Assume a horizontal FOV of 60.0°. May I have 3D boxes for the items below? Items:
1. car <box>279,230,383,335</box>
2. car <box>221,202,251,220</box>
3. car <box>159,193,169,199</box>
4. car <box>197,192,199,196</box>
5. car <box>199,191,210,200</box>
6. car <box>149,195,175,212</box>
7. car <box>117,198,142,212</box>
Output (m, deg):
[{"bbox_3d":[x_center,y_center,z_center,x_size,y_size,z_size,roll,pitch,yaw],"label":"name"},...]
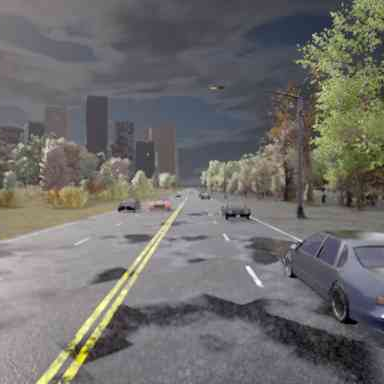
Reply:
[{"bbox_3d":[3.353,1.516,6.927,2.033,1.411,5.357,0,0,0],"label":"car"},{"bbox_3d":[3.360,1.470,26.407,1.895,1.301,4.718,0,0,0],"label":"car"},{"bbox_3d":[-6.475,0.847,78.176,1.994,1.385,4.181,0,0,0],"label":"car"},{"bbox_3d":[3.271,0.981,89.417,2.163,1.488,4.792,0,1,0],"label":"car"},{"bbox_3d":[3.279,1.059,78.399,2.163,1.488,4.792,0,1,0],"label":"car"},{"bbox_3d":[-3.327,1.170,35.961,2.097,1.767,4.553,0,0,0],"label":"car"},{"bbox_3d":[-6.581,1.367,35.630,2.033,1.411,5.357,0,0,0],"label":"car"}]
